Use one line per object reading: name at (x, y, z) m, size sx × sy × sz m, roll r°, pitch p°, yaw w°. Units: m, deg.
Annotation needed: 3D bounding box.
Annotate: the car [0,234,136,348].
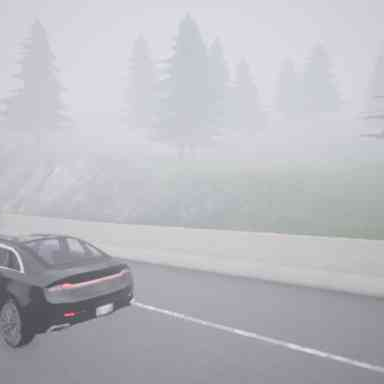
car at (-3.237, 1.577, 6.478) m, size 4.902 × 1.511 × 2.128 m, roll -1°, pitch -1°, yaw 37°
